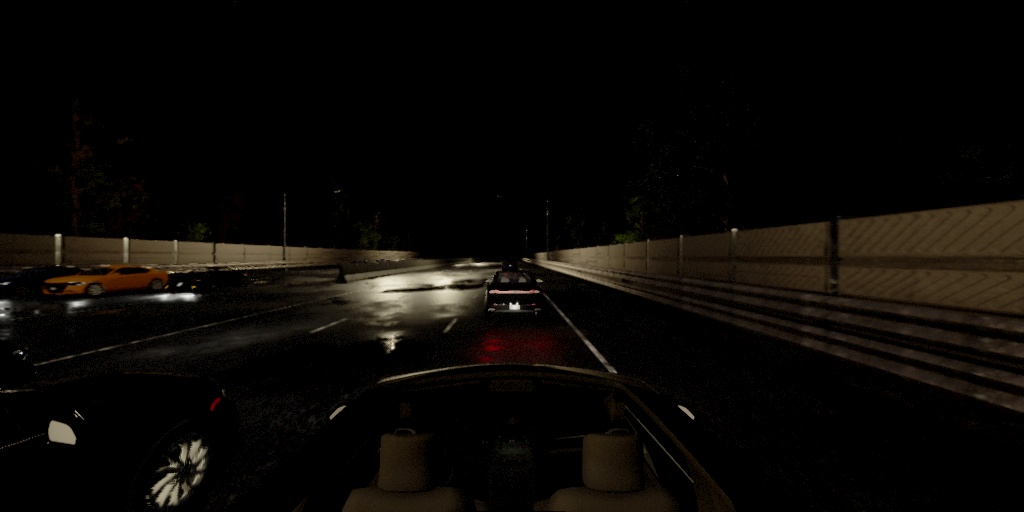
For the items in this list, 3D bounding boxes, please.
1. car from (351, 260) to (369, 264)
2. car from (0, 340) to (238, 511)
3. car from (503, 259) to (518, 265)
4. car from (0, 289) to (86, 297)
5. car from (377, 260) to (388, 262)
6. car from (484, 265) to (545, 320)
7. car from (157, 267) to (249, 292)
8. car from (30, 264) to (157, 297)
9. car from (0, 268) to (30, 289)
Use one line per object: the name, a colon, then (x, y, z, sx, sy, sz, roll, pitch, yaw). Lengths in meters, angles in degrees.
car: (-25.006, 1.330, 59.290, 1.994, 1.385, 4.181, 0, 0, 0)
car: (-3.405, 1.256, 1.257, 1.837, 1.490, 4.892, 0, 0, 0)
car: (-0.223, 1.190, 44.551, 2.033, 1.649, 4.856, 0, 0, -1)
car: (-6.906, 1.243, 2.440, 2.128, 1.511, 4.902, 0, 0, 0)
car: (-21.509, 1.330, 59.999, 1.994, 1.385, 4.181, 0, 0, 0)
car: (0.066, 1.244, 12.621, 2.128, 1.511, 4.902, 0, 0, 0)
car: (-17.677, 1.321, 21.053, 1.994, 1.385, 4.181, 0, 0, -1)
car: (-21.158, 1.235, 19.006, 1.882, 1.535, 5.008, 0, 0, -1)
car: (-24.656, 1.283, 18.935, 1.812, 1.442, 4.674, 0, 0, -1)
